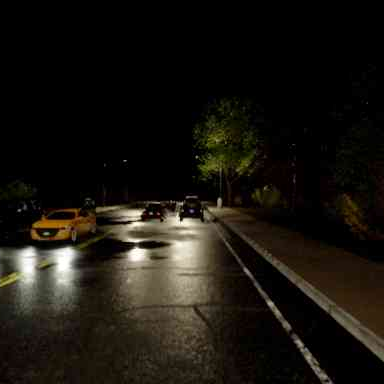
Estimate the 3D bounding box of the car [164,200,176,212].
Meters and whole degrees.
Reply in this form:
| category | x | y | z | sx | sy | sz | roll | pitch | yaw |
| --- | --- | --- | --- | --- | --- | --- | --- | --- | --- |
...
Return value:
| category | x | y | z | sx | sy | sz | roll | pitch | yaw |
| --- | --- | --- | --- | --- | --- | --- | --- | --- | --- |
| car | -3.218 | 1.869 | 44.431 | 2.128 | 1.511 | 4.902 | 0 | 0 | 0 |

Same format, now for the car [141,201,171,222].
| category | x | y | z | sx | sy | sz | roll | pitch | yaw |
| --- | --- | --- | --- | --- | --- | --- | --- | --- | --- |
| car | -3.256 | 1.801 | 29.057 | 2.033 | 1.411 | 5.357 | 0 | 0 | 0 |

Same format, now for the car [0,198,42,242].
| category | x | y | z | sx | sy | sz | roll | pitch | yaw |
| --- | --- | --- | --- | --- | --- | --- | --- | --- | --- |
| car | -9.844 | 1.379 | 17.763 | 2.150 | 2.045 | 5.566 | 0 | -1 | 0 |

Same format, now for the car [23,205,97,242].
| category | x | y | z | sx | sy | sz | roll | pitch | yaw |
| --- | --- | --- | --- | --- | --- | --- | --- | --- | --- |
| car | -6.517 | 1.634 | 17.403 | 1.882 | 1.535 | 5.008 | 0 | -1 | 0 |

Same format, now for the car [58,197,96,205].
| category | x | y | z | sx | sy | sz | roll | pitch | yaw |
| --- | --- | --- | --- | --- | --- | --- | --- | --- | --- |
| car | -9.812 | 1.468 | 28.237 | 2.150 | 2.045 | 5.566 | 0 | 0 | 1 |

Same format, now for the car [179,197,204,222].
| category | x | y | z | sx | sy | sz | roll | pitch | yaw |
| --- | --- | --- | --- | --- | --- | --- | --- | --- | --- |
| car | -0.004 | 1.609 | 29.376 | 2.097 | 1.767 | 4.553 | 0 | 0 | 0 |
